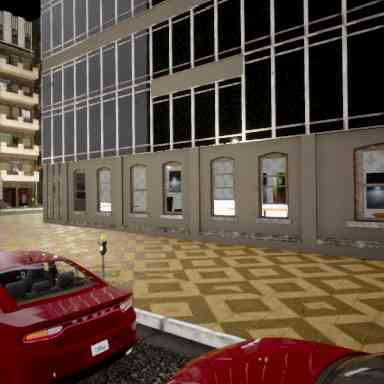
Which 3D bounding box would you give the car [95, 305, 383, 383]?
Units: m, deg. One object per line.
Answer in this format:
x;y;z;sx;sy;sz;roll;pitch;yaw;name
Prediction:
1.765;1.545;1.626;4.507;1.381;1.887;0;-1;36;car

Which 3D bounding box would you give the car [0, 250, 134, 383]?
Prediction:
-2.804;1.546;4.892;4.507;1.381;1.887;0;-1;36;car
